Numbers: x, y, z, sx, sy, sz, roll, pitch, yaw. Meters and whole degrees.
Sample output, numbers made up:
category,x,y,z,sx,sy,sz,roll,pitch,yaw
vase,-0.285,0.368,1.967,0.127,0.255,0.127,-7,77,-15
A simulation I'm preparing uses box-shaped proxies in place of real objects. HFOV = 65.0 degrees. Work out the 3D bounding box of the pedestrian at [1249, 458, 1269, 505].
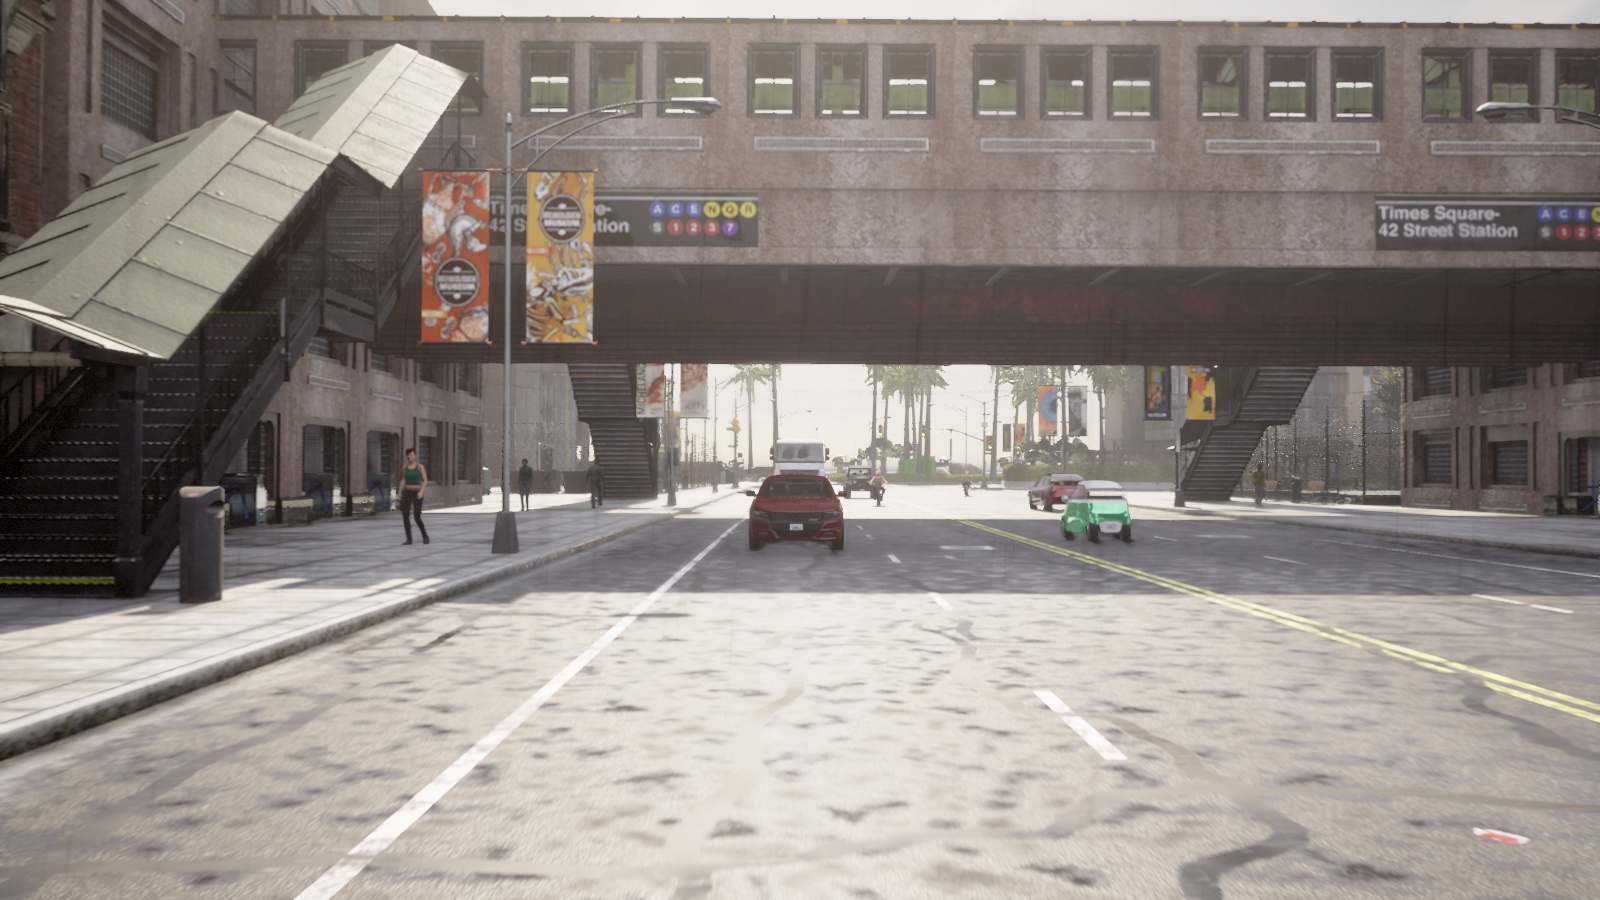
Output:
category,x,y,z,sx,sy,sz,roll,pitch,yaw
pedestrian,18.236,1.233,49.878,0.431,1.840,0.709,0,-1,-12

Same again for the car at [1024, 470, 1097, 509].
category,x,y,z,sx,sy,sz,roll,pitch,yaw
car,10.517,1.572,50.961,2.007,1.525,4.514,0,-1,0

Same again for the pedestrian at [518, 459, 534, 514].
category,x,y,z,sx,sy,sz,roll,pitch,yaw
pedestrian,-9.250,1.218,42.406,0.353,1.847,0.614,0,-1,2

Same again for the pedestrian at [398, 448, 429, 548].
category,x,y,z,sx,sy,sz,roll,pitch,yaw
pedestrian,-7.193,0.891,23.374,0.345,1.836,0.594,0,-1,7

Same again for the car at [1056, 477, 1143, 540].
category,x,y,z,sx,sy,sz,roll,pitch,yaw
car,6.931,1.331,29.209,1.481,1.376,2.207,0,-1,0

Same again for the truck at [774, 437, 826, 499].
category,x,y,z,sx,sy,sz,roll,pitch,yaw
truck,-0.026,1.067,73.722,2.891,3.462,7.936,0,-1,0

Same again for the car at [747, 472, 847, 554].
category,x,y,z,sx,sy,sz,roll,pitch,yaw
car,-0.063,1.233,26.325,1.882,1.535,5.008,0,-1,0

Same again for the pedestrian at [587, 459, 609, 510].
category,x,y,z,sx,sy,sz,roll,pitch,yaw
pedestrian,-7.496,1.280,46.536,0.563,1.883,0.849,0,-1,9

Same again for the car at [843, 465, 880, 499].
category,x,y,z,sx,sy,sz,roll,pitch,yaw
car,3.480,1.798,71.770,1.905,1.878,3.866,0,-1,0
